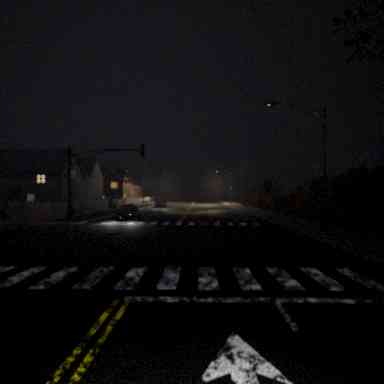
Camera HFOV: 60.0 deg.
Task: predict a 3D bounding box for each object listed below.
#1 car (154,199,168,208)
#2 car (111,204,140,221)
[{"bbox_3d":[-5.196,1.988,55.729,1.812,1.442,4.674,0,0,1],"label":"car"},{"bbox_3d":[-5.810,1.822,29.721,1.812,1.442,4.674,0,1,1],"label":"car"}]
